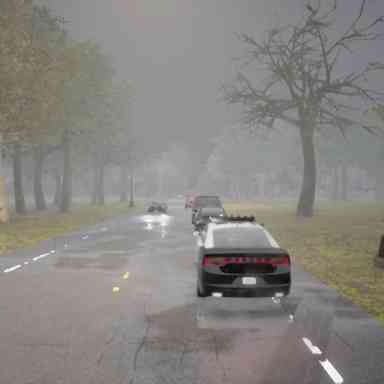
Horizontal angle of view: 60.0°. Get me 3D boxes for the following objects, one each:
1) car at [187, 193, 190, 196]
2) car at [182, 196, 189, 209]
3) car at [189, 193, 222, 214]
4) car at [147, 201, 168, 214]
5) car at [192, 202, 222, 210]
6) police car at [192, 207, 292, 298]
[{"bbox_3d":[0.000,1.262,60.139,2.150,2.045,5.566,0,0,0],"label":"car"},{"bbox_3d":[0.014,1.584,45.693,1.994,1.385,4.181,0,0,0],"label":"car"},{"bbox_3d":[1.050,1.228,24.608,2.150,2.045,5.566,0,0,0],"label":"car"},{"bbox_3d":[-3.601,1.611,35.448,1.895,1.301,4.718,0,0,0],"label":"car"},{"bbox_3d":[1.050,1.508,18.578,1.837,1.490,4.892,0,0,0],"label":"car"},{"bbox_3d":[1.050,1.426,8.685,1.930,1.638,5.238,0,0,0],"label":"police car"}]
